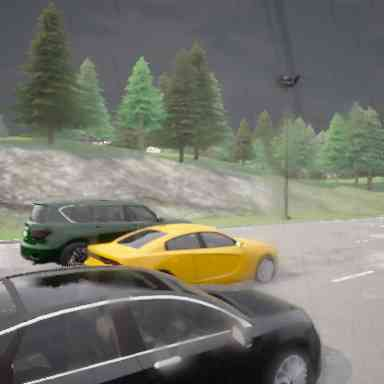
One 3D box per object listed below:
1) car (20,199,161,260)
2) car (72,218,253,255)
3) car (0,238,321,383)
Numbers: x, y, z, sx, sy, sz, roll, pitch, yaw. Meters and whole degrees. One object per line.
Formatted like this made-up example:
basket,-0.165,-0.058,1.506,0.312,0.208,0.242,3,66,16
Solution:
car,-2.372,1.260,10.655,5.566,2.045,2.150,1,0,-36
car,-0.004,1.521,8.043,5.008,1.535,1.882,1,0,-36
car,-0.728,1.516,3.226,4.892,1.490,1.837,0,0,-36
